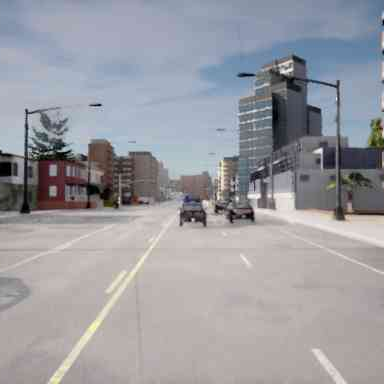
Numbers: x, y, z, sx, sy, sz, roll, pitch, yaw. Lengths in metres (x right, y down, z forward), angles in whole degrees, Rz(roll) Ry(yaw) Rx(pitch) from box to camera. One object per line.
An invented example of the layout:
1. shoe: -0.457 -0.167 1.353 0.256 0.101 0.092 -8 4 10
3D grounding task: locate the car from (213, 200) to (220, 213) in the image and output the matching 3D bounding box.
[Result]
1. car: 3.570 1.673 39.742 2.128 1.511 4.902 0 -1 0

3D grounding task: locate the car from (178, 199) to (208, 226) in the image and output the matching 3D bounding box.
1. car: 0.071 1.504 23.490 1.837 1.490 4.892 0 0 0

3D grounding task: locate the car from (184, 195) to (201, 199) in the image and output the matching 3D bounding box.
1. car: 0.062 1.358 37.727 2.150 2.045 5.566 0 -1 0

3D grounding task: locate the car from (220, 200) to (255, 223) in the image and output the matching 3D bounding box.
1. car: 3.593 1.493 25.474 2.128 1.511 4.902 0 0 0
